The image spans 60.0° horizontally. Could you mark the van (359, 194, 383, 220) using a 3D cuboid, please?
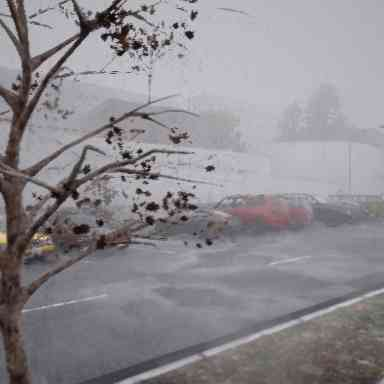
[{"bbox_3d":[12.303,1.115,25.513,4.442,1.987,1.878,-1,0,34],"label":"van"}]

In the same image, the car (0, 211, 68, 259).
[{"bbox_3d":[-6.878,1.486,11.491,5.366,1.575,1.946,-1,-1,34],"label":"car"}]

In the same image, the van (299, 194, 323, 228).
[{"bbox_3d":[5.214,1.185,20.193,4.442,1.987,1.878,-1,-1,35],"label":"van"}]

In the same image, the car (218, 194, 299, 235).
[{"bbox_3d":[2.658,1.186,18.536,5.566,2.045,2.435,-1,0,34],"label":"car"}]

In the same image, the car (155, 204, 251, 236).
[{"bbox_3d":[0.259,1.495,16.785,4.674,1.452,2.002,-1,0,35],"label":"car"}]

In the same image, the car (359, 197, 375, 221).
[{"bbox_3d":[9.979,1.365,23.712,4.892,1.521,2.231,-1,0,34],"label":"car"}]

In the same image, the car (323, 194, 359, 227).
[{"bbox_3d":[7.570,1.137,21.975,5.566,2.045,2.435,-1,-1,35],"label":"car"}]

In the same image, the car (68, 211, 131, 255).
[{"bbox_3d":[-4.578,1.514,13.308,4.792,1.488,2.163,-1,-1,35],"label":"car"}]
